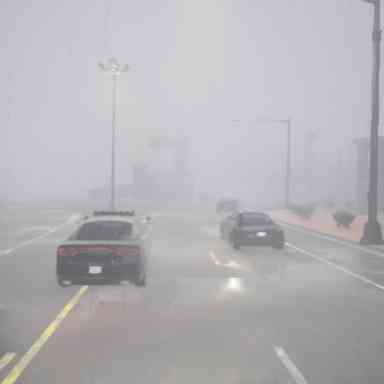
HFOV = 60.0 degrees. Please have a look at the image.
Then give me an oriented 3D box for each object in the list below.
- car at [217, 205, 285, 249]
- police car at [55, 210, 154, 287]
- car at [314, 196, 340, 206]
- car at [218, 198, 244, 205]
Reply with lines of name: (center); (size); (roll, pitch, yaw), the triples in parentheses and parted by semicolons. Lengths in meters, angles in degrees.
car: (2.409, 1.477, 14.057); (1.994, 1.385, 4.181); (1, 1, -3)
police car: (-2.114, 1.306, 9.149); (1.930, 1.638, 5.238); (1, 1, -5)
car: (20.811, 1.370, 51.055); (5.008, 1.535, 1.882); (0, 1, -38)
car: (3.737, 1.269, 31.526); (2.128, 1.511, 4.902); (1, 0, 19)
